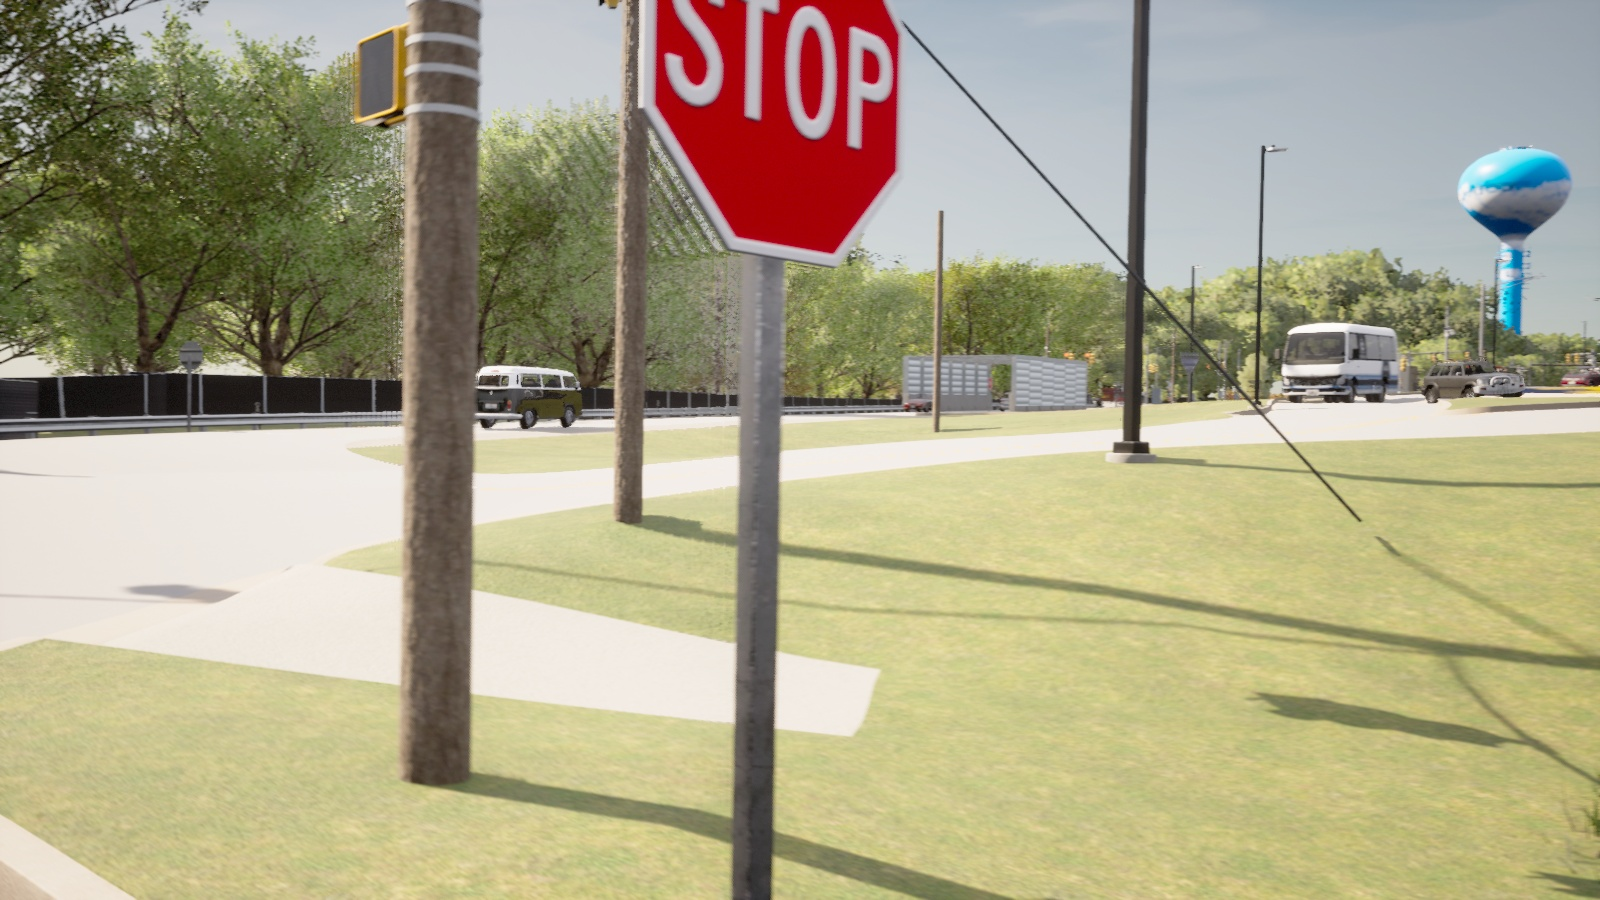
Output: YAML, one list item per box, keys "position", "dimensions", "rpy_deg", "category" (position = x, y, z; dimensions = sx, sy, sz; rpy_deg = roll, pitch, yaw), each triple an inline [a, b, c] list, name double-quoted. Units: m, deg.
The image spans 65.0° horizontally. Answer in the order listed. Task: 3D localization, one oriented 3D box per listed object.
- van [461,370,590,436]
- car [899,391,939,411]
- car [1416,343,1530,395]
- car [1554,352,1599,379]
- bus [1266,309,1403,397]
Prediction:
- position: [-9.029, -1.577, 41.741]
  dimensions: [2.069, 2.038, 4.480]
  rpy_deg: [0, 3, 21]
  category: "van"
- position: [9.136, -3.745, 95.946]
  dimensions: [1.816, 1.474, 4.193]
  rpy_deg: [0, 3, 24]
  category: "car"
- position: [27.332, -3.257, 51.164]
  dimensions: [1.932, 1.855, 4.605]
  rpy_deg: [-5, 3, -2]
  category: "car"
- position: [48.703, -5.280, 78.031]
  dimensions: [3.705, 1.549, 1.789]
  rpy_deg: [-4, 5, -34]
  category: "car"
- position: [28.719, -5.097, 67.155]
  dimensions: [3.944, 4.253, 10.273]
  rpy_deg: [1, 3, 40]
  category: "bus"
